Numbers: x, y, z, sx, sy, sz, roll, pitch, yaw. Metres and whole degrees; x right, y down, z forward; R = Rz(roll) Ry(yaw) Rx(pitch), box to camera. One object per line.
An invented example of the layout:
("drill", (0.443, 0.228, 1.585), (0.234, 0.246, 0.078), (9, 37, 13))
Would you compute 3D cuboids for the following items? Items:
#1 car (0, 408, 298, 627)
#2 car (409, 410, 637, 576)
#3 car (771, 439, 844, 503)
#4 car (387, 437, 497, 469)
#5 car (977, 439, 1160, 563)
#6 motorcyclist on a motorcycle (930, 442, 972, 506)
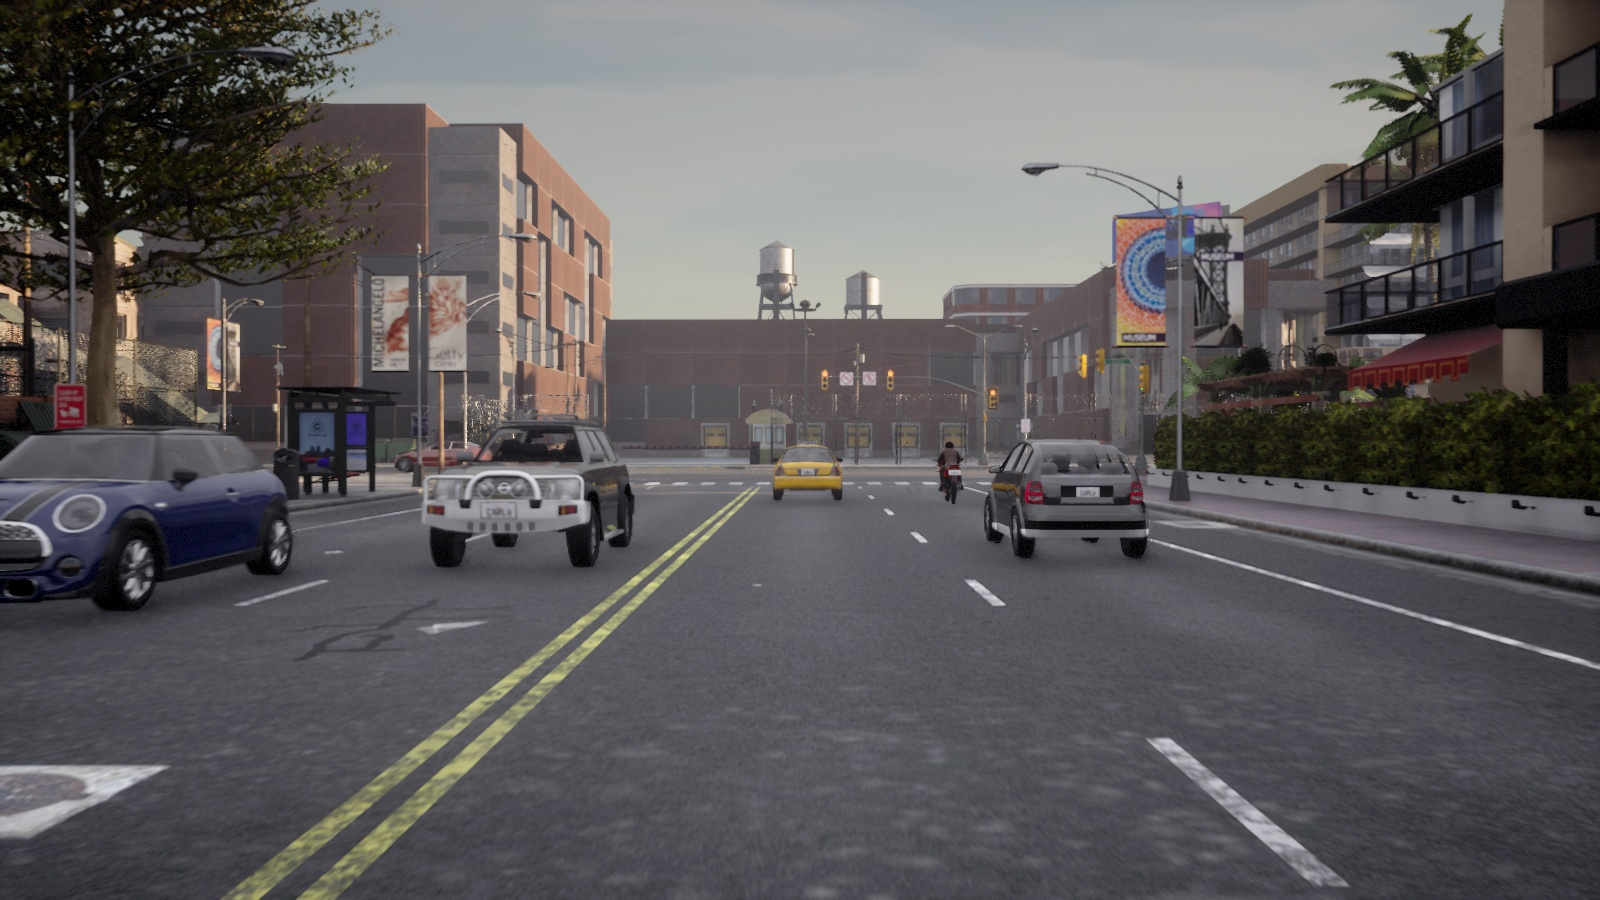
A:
("car", (-6.915, 0.530, 12.381), (2.097, 1.767, 4.553), (0, 0, 0))
("car", (-3.392, 0.468, 16.333), (1.932, 1.855, 4.605), (0, 0, 0))
("car", (0.205, 0.496, 33.609), (1.801, 1.575, 5.366), (0, 0, 0))
("car", (-18.399, 0.145, 64.739), (5.027, 1.651, 2.152), (0, 0, 1))
("car", (3.615, 0.629, 17.547), (1.789, 1.549, 3.705), (0, 0, 0))
("motorcyclist on a motorcycle", (3.690, 0.557, 30.899), (0.797, 1.523, 2.044), (0, 0, 0))
